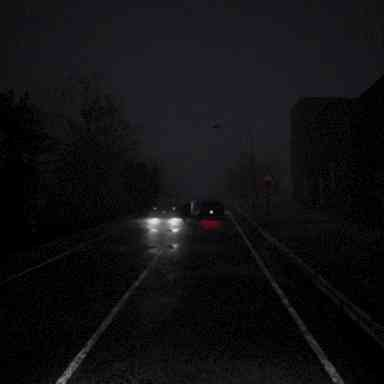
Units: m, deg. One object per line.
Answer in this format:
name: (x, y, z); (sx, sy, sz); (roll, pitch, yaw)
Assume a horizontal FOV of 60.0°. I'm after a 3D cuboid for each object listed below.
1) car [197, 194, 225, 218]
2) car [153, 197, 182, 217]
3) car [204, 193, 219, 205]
car: (1.498, 1.120, 25.849); (1.837, 1.490, 4.892); (0, 1, 3)
car: (-1.876, 1.145, 26.410); (1.812, 1.442, 4.674); (0, 1, 4)
car: (2.527, 0.881, 43.177); (1.895, 1.301, 4.718); (-2, 1, 4)
